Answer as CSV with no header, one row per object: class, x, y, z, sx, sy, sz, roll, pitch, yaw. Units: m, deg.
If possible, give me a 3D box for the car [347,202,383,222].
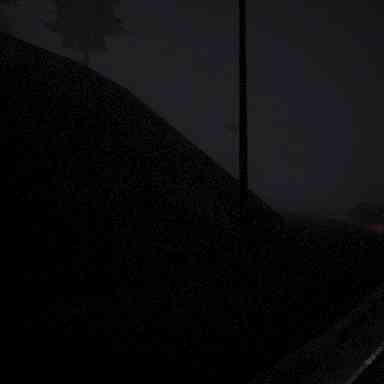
car,14.079,1.539,26.414,1.812,1.442,4.674,0,0,3
